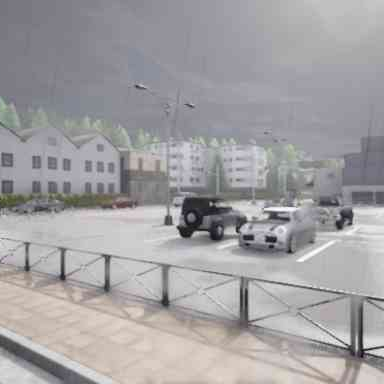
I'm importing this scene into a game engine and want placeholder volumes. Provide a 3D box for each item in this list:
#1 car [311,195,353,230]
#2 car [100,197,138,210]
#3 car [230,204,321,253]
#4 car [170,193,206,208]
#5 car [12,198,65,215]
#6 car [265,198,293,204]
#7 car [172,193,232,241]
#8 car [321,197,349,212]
[{"bbox_3d":[8.186,1.110,19.726,1.932,1.855,4.605,0,0,35],"label":"car"},{"bbox_3d":[-8.824,1.366,40.504,1.882,1.535,5.008,0,0,35],"label":"car"},{"bbox_3d":[3.335,1.373,12.771,1.970,1.475,3.806,0,0,35],"label":"car"},{"bbox_3d":[-0.453,1.101,46.268,2.150,2.045,5.566,0,0,35],"label":"car"},{"bbox_3d":[-14.744,1.380,32.146,2.128,1.511,4.902,0,0,35],"label":"car"},{"bbox_3d":[8.276,1.329,31.907,2.007,1.523,4.514,0,0,35],"label":"car"},{"bbox_3d":[0.968,1.098,15.185,1.905,1.878,3.866,0,0,35],"label":"car"},{"bbox_3d":[15.329,1.254,35.562,1.970,1.475,3.806,0,0,35],"label":"car"}]
